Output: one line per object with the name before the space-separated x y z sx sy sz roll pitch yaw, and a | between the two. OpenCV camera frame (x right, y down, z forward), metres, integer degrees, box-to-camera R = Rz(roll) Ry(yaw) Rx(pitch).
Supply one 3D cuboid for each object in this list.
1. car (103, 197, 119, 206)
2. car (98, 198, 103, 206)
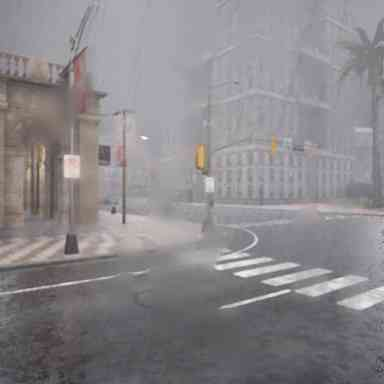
car | -13.952 1.518 55.856 2.128 1.511 4.902 0 0 -36
car | -16.343 1.585 53.192 1.994 1.385 4.181 0 0 -36
